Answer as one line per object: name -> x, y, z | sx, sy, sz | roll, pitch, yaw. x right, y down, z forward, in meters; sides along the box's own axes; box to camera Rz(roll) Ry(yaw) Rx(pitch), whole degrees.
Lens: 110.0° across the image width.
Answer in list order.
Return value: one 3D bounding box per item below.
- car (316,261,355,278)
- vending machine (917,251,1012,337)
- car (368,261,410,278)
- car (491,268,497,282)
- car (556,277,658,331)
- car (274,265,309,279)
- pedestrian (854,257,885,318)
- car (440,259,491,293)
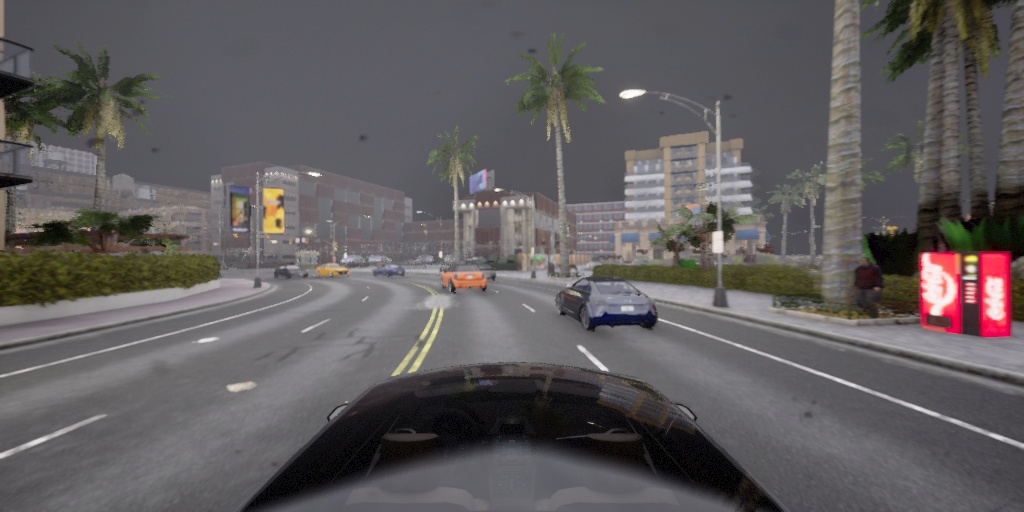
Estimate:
car -> -19.706, 1.566, 39.391 | 5.008, 1.535, 1.882 | -1, -1, 39
vending machine -> 10.631, 0.884, 8.449 | 1.100, 2.100, 0.880 | 0, 0, -5
car -> -13.332, 1.558, 38.778 | 4.674, 1.442, 1.812 | -1, -1, 43
car -> -2.957, 1.393, 29.926 | 2.128, 1.511, 4.902 | 0, 0, -27
car -> 2.735, 1.333, 11.208 | 1.994, 1.385, 4.181 | 0, 0, -7
car -> -23.414, 1.644, 37.931 | 4.674, 1.442, 1.812 | -1, 0, 35
pedestrian -> 9.628, 0.844, 9.692 | 0.375, 1.860, 0.375 | 0, 0, -6
car -> -3.094, 1.221, 22.118 | 2.097, 1.767, 4.553 | 0, 0, -20
